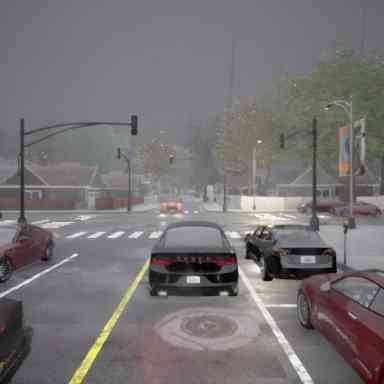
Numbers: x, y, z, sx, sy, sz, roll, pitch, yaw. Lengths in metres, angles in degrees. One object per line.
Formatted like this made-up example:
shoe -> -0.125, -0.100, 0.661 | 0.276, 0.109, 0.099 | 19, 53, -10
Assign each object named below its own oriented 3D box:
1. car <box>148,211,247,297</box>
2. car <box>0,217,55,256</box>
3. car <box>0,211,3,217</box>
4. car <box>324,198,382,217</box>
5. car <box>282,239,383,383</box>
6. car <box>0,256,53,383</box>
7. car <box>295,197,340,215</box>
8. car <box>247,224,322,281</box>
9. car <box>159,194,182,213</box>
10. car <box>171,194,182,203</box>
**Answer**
car -> 0.048, 1.477, 8.653 | 1.882, 1.535, 5.008 | 0, 0, 1
car -> -5.400, 1.581, 9.591 | 1.802, 1.307, 4.206 | 0, 0, 0
car -> -17.073, 1.657, 25.858 | 4.181, 1.385, 1.994 | 0, 0, 0
car -> 14.332, 1.468, 29.348 | 4.181, 1.385, 1.994 | 0, 0, 0
car -> 2.635, 1.582, 4.088 | 1.802, 1.307, 4.206 | 0, 0, 0
car -> -2.748, 1.547, 1.542 | 2.033, 1.411, 5.357 | 0, 0, 0
car -> 12.540, 1.265, 32.596 | 4.553, 1.767, 2.097 | 0, 0, 0
car -> 2.625, 1.565, 9.607 | 1.947, 1.339, 4.313 | 0, 0, 0
car -> -2.404, 1.359, 35.990 | 2.097, 1.767, 4.553 | 0, 0, -10
car -> -3.193, 1.396, 68.656 | 2.097, 1.767, 4.553 | 0, 0, 0
